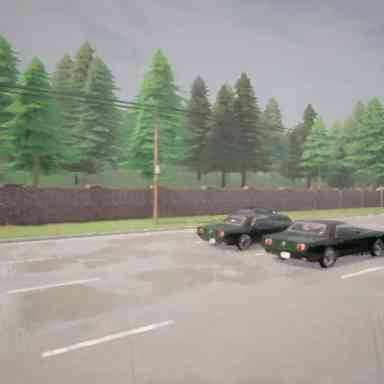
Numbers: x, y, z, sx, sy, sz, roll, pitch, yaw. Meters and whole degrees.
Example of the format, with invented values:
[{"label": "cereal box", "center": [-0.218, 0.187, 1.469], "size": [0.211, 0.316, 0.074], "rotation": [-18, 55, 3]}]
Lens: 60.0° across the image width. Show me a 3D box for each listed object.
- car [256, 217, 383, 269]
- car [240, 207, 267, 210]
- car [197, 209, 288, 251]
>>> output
[{"label": "car", "center": [4.616, 1.597, 11.216], "size": [4.718, 1.301, 1.895], "rotation": [0, 0, -35]}, {"label": "car", "center": [3.818, 1.552, 19.193], "size": [4.181, 1.385, 1.994], "rotation": [0, 0, -35]}, {"label": "car", "center": [2.607, 1.592, 14.081], "size": [4.718, 1.301, 1.895], "rotation": [0, 0, -35]}]
